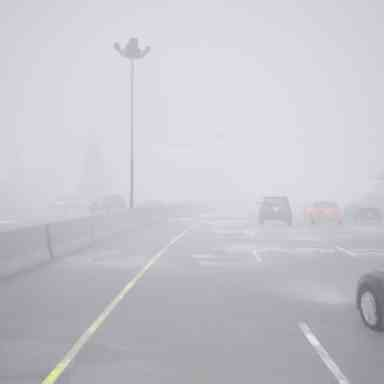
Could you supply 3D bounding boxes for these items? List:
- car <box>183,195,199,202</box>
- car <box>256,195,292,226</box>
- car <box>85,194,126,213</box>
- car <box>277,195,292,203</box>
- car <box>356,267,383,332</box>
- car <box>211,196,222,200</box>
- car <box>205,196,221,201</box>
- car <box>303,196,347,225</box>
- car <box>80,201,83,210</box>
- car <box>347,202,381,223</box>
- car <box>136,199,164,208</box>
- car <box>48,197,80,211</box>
[{"bbox_3d":[-0.197,1.389,78.816,2.097,1.767,4.553,0,0,29],"label":"car"},{"bbox_3d":[5.921,1.282,24.102,2.150,2.045,5.566,0,0,10],"label":"car"},{"bbox_3d":[-9.317,1.249,37.138,2.150,2.045,5.566,0,0,14],"label":"car"},{"bbox_3d":[21.259,1.552,76.199,2.097,1.767,4.553,0,0,33],"label":"car"},{"bbox_3d":[3.758,1.525,3.958,1.837,1.490,4.892,0,0,2],"label":"car"},{"bbox_3d":[5.840,1.582,75.274,1.812,1.442,4.674,0,0,29],"label":"car"},{"bbox_3d":[5.212,1.551,81.189,1.895,1.301,4.718,0,0,31],"label":"car"},{"bbox_3d":[9.668,1.427,24.876,2.097,1.767,4.553,0,0,11],"label":"car"},{"bbox_3d":[-11.616,1.555,42.014,1.812,1.442,4.674,0,0,16],"label":"car"},{"bbox_3d":[13.641,1.570,26.940,1.882,1.535,5.008,0,0,12],"label":"car"},{"bbox_3d":[-4.950,1.597,40.018,2.033,1.411,5.357,0,0,16],"label":"car"},{"bbox_3d":[-15.526,1.365,40.955,2.097,1.767,4.553,0,0,16],"label":"car"}]
